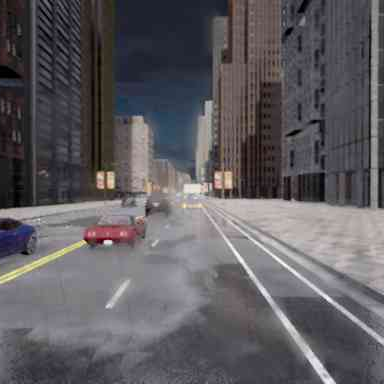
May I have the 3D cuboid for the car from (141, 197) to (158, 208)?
[{"bbox_3d":[-6.549,1.632,51.783,1.882,1.535,5.008,0,0,0],"label":"car"}]

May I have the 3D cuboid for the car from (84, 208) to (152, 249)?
[{"bbox_3d":[-3.145,1.619,14.723,1.895,1.301,4.718,0,0,0],"label":"car"}]

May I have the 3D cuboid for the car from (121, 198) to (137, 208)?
[{"bbox_3d":[-9.800,1.660,51.817,1.837,1.490,4.892,0,0,0],"label":"car"}]

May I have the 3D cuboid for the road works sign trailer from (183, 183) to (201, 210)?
[{"bbox_3d":[0.024,0.586,44.818,2.380,3.560,2.880,0,0,1],"label":"road works sign trailer"}]

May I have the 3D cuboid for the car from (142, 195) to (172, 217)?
[{"bbox_3d":[-3.139,1.289,31.788,2.150,2.045,5.566,0,0,0],"label":"car"}]

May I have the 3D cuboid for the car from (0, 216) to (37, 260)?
[{"bbox_3d":[-6.607,1.537,10.514,1.812,1.442,4.674,0,0,0],"label":"car"}]
